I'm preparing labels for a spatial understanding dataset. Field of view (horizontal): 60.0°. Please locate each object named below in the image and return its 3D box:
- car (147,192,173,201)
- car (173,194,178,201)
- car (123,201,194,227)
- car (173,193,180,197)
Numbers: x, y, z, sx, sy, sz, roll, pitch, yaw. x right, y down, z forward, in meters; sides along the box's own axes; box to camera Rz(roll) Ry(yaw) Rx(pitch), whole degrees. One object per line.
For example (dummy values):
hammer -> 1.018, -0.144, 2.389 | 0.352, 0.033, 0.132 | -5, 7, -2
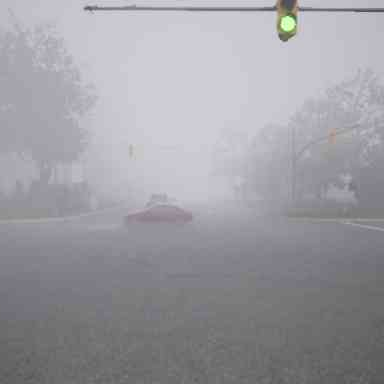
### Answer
car -> -3.608, 1.170, 36.336 | 2.150, 2.045, 5.566 | 0, 0, 0
car -> -3.619, 1.459, 49.084 | 2.033, 1.411, 5.357 | 0, 0, 0
car -> -2.183, 1.495, 21.940 | 4.674, 1.442, 1.812 | 0, 0, -3
car -> -3.870, 1.385, 64.025 | 1.994, 1.385, 4.181 | 0, 0, -3
